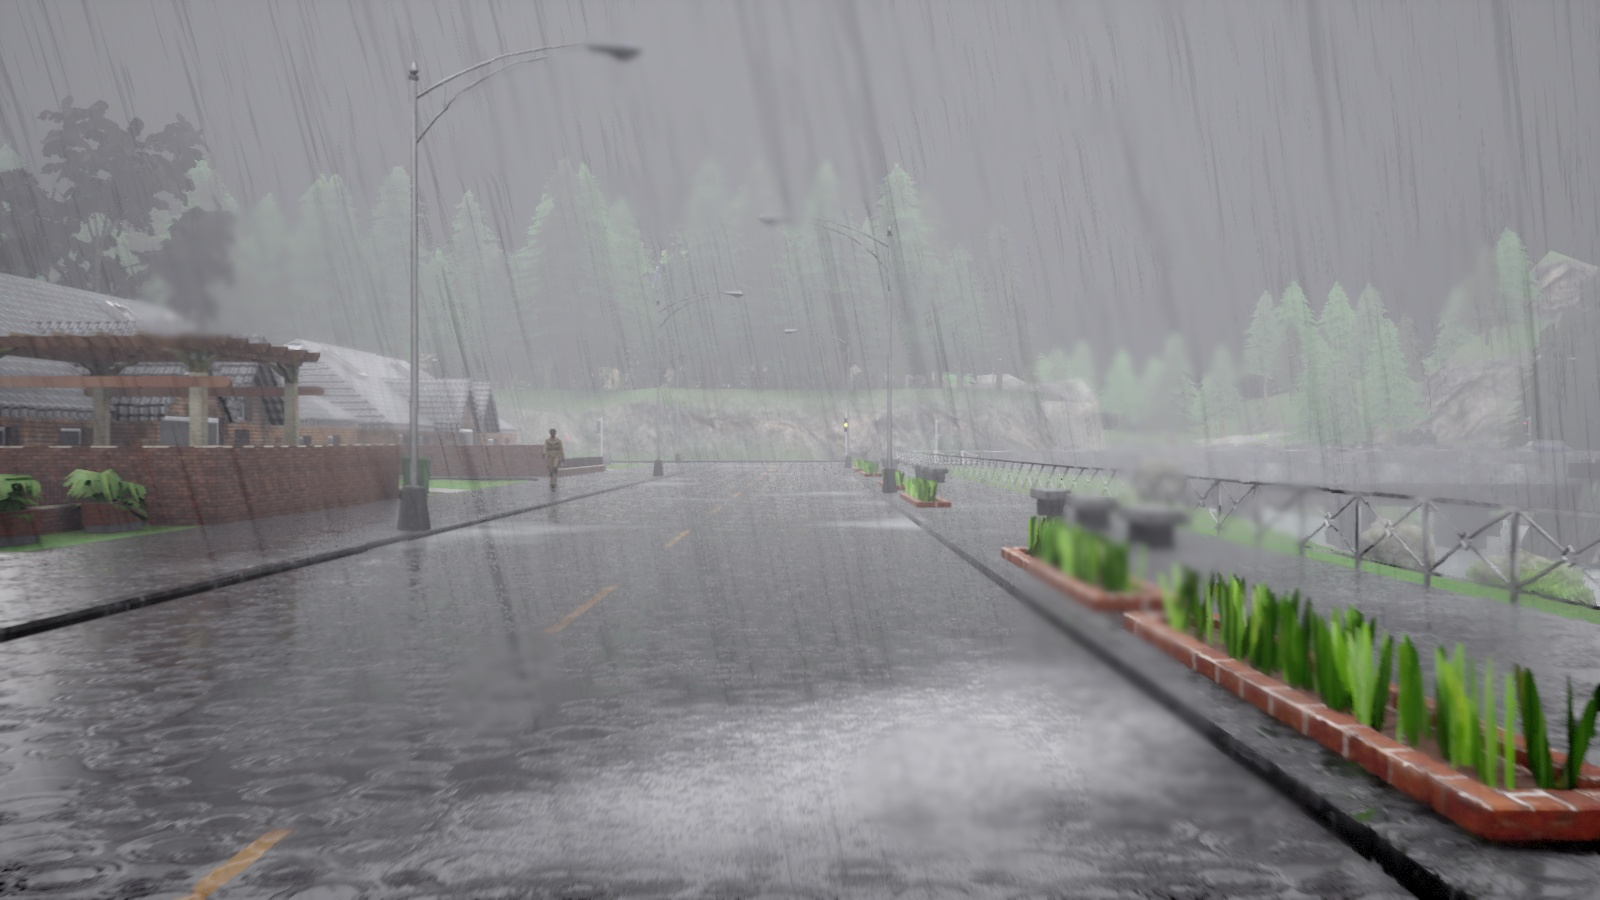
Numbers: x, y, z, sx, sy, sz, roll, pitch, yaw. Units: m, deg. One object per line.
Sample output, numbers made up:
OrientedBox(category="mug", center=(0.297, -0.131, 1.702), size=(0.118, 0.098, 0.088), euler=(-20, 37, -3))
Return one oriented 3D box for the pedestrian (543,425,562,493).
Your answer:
OrientedBox(category="pedestrian", center=(-7.062, 0.249, 35.868), size=(0.396, 1.930, 0.692), euler=(0, 0, 1))
